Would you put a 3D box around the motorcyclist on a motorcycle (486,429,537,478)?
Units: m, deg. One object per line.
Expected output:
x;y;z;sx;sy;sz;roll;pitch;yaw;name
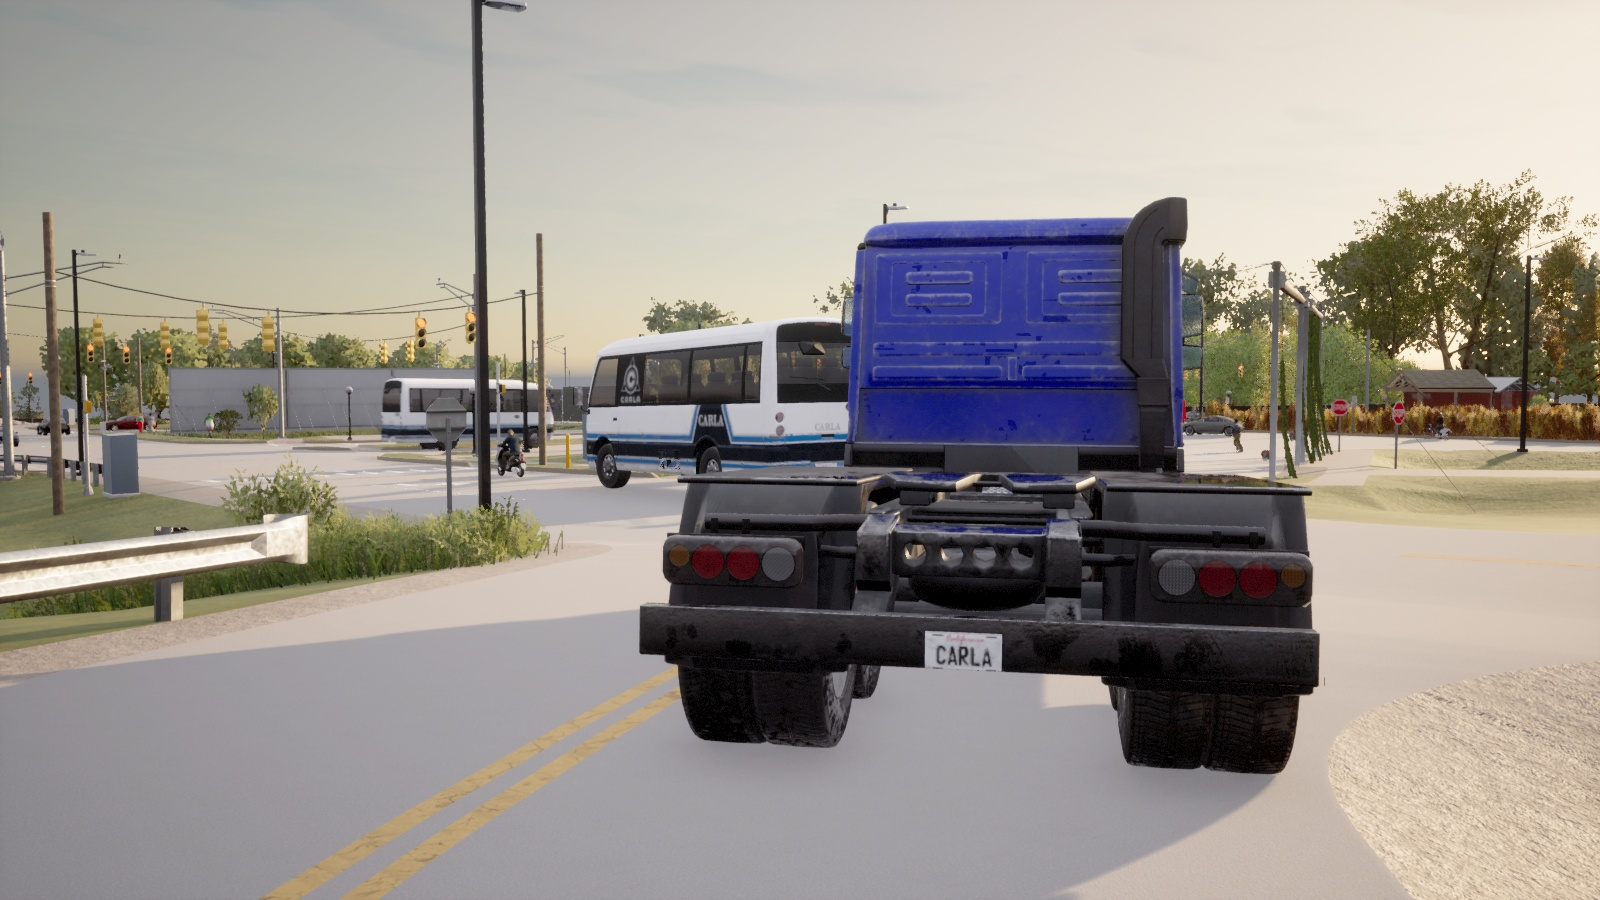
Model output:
-9.695;0.094;42.163;0.866;1.590;1.817;-3;3;-41;motorcyclist on a motorcycle

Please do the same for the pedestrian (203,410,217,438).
-42.254;-1.844;89.920;0.659;1.952;0.873;-3;4;-39;pedestrian

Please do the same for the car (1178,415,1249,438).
28.311;-1.623;86.093;4.181;1.385;1.994;2;4;37;car

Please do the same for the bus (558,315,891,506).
-2.403;-1.042;33.243;3.944;4.253;10.273;-2;2;-35;bus

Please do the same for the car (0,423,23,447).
-52.967;-1.008;82.948;2.033;1.411;5.357;-3;3;-39;car

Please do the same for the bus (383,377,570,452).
-19.455;-2.178;76.161;10.273;4.253;3.944;-2;3;-40;bus

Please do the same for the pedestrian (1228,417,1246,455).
23.148;-0.744;66.514;0.788;1.949;0.423;3;4;36;pedestrian

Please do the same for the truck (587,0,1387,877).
1.377;-0.288;8.546;2.891;3.462;7.936;1;1;11;truck
